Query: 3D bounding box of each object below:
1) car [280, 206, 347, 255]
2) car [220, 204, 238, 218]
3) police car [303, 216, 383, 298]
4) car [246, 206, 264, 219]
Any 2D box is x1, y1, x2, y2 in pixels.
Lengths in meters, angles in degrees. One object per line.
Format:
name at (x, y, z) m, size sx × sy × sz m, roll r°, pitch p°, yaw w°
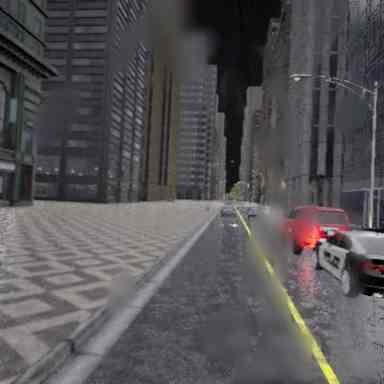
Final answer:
car at (5.525, 1.691, 15.361) m, size 2.150 × 2.045 × 5.566 m, roll 3°, pitch -1°, yaw 7°
car at (4.472, 2.240, 40.552) m, size 1.837 × 1.490 × 4.892 m, roll 3°, pitch -1°, yaw 7°
police car at (4.841, 1.783, 9.477) m, size 1.930 × 1.638 × 5.238 m, roll 3°, pitch -1°, yaw 7°
car at (7.377, 2.412, 39.260) m, size 2.033 × 1.411 × 5.357 m, roll 3°, pitch -1°, yaw 7°
